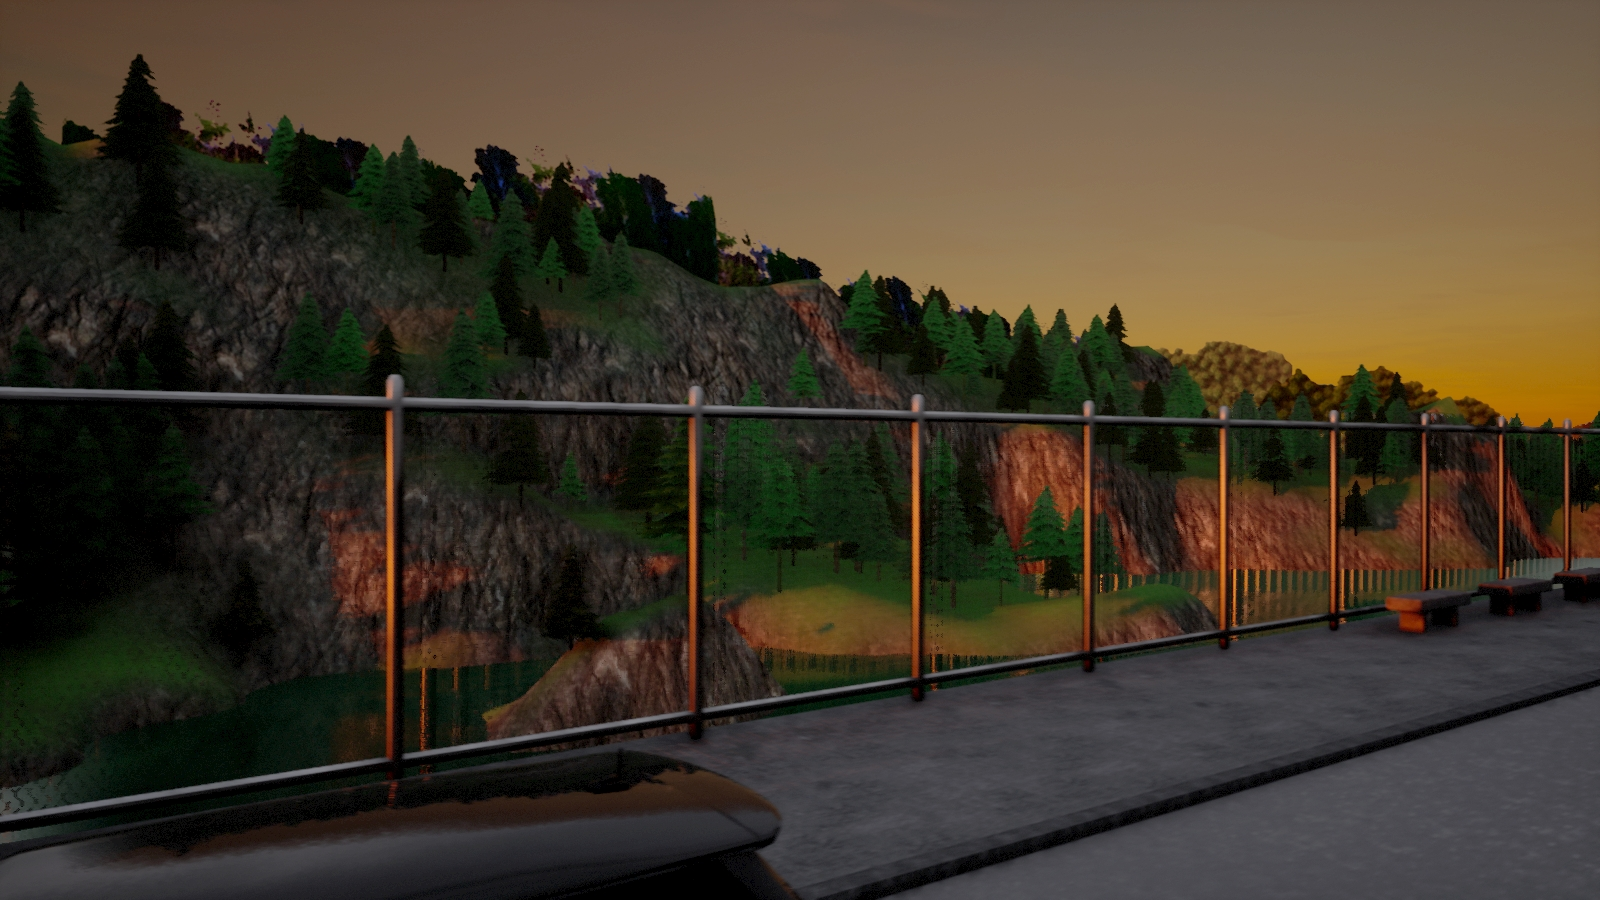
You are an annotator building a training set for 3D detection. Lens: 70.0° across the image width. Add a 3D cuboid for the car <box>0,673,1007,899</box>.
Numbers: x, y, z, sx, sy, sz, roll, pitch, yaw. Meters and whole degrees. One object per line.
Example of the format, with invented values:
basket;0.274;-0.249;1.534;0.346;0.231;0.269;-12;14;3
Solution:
car;-1.820;1.906;3.054;4.553;1.767;2.097;0;0;-36
